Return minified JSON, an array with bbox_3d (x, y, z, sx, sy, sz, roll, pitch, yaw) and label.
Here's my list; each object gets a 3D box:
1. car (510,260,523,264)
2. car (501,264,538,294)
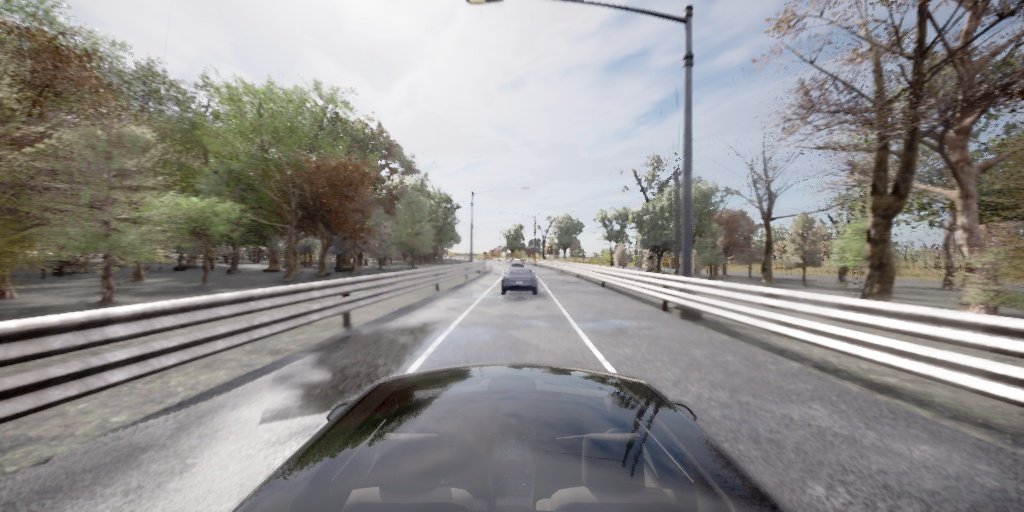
[{"bbox_3d":[0.606,1.306,49.391,1.812,1.442,4.674,1,0,-2],"label":"car"},{"bbox_3d":[0.445,1.336,20.518,1.994,1.385,4.181,0,0,2],"label":"car"}]
